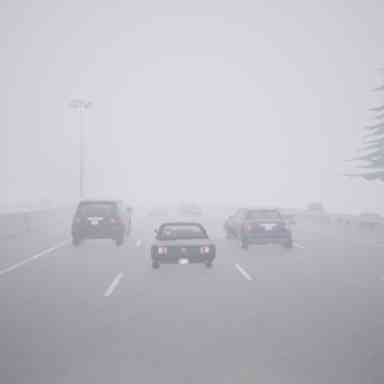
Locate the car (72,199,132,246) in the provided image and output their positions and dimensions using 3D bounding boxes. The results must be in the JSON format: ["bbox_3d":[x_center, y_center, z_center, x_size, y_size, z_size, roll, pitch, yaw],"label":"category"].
[{"bbox_3d":[-4.262,1.366,16.330,2.150,2.045,5.566,0,0,-6],"label":"car"}]

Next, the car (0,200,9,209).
[{"bbox_3d":[-32.628,2.132,57.023,1.994,1.385,4.181,0,0,-22],"label":"car"}]

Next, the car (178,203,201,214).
[{"bbox_3d":[-0.326,1.838,35.867,1.994,1.385,4.181,0,0,-12],"label":"car"}]

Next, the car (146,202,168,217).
[{"bbox_3d":[-3.771,1.810,35.338,1.812,1.442,4.674,0,0,-12],"label":"car"}]

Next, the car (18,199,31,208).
[{"bbox_3d":[-29.705,2.078,59.100,2.128,1.511,4.902,0,0,-22],"label":"car"}]

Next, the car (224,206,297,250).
[{"bbox_3d":[2.819,1.454,15.131,2.097,1.767,4.553,0,-1,-5],"label":"car"}]

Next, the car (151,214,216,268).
[{"bbox_3d":[-0.388,1.692,11.639,1.895,1.301,4.718,0,0,-4],"label":"car"}]

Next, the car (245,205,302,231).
[{"bbox_3d":[5.441,1.700,23.200,2.033,1.411,5.357,0,0,-8],"label":"car"}]

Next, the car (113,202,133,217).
[{"bbox_3d":[-7.452,1.868,35.718,1.994,1.385,4.181,0,0,-12],"label":"car"}]

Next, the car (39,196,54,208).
[{"bbox_3d":[-26.328,1.792,60.136,2.150,2.045,5.566,0,0,-23],"label":"car"}]
